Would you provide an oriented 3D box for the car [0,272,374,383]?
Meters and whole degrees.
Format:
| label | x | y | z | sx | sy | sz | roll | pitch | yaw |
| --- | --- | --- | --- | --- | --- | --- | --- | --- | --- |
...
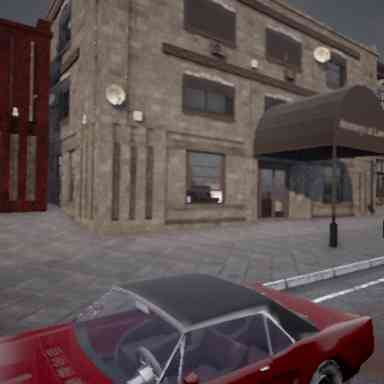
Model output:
| label | x | y | z | sx | sy | sz | roll | pitch | yaw |
| --- | --- | --- | --- | --- | --- | --- | --- | --- | --- |
| car | -0.349 | 1.607 | 3.129 | 4.718 | 1.301 | 1.895 | 0 | 0 | -35 |
